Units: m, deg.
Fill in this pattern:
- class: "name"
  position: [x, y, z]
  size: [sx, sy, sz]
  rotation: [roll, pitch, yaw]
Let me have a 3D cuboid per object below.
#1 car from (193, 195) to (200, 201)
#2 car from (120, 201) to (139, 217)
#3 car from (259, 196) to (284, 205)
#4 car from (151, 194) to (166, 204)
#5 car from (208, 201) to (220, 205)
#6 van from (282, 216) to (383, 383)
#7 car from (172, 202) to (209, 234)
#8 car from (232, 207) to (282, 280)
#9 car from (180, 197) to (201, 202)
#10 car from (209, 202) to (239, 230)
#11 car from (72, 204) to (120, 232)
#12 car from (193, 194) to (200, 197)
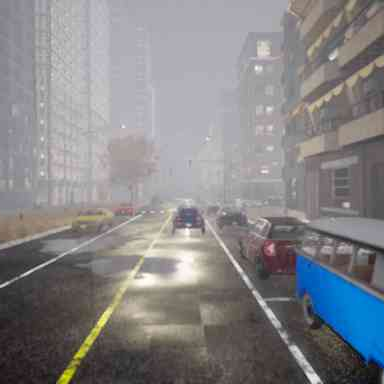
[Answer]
- class: "car"
  position: [1.196, 1.597, 92.179]
  size: [1.752, 1.417, 4.829]
  rotation: [0, 0, -1]
- class: "car"
  position: [-6.191, 1.594, 31.877]
  size: [1.887, 1.381, 4.507]
  rotation: [0, 0, -1]
- class: "car"
  position: [12.601, 1.277, 51.595]
  size: [4.403, 1.369, 2.008]
  rotation: [-1, 1, -2]
- class: "car"
  position: [-6.728, 1.399, 64.261]
  size: [2.192, 1.841, 5.009]
  rotation: [0, 0, -1]
- class: "car"
  position: [2.188, 1.543, 32.015]
  size: [2.008, 1.369, 4.403]
  rotation: [0, 0, -1]
- class: "van"
  position: [2.642, 1.324, 4.355]
  size: [1.690, 1.788, 3.998]
  rotation: [0, 0, -1]
- class: "car"
  position: [-0.204, 1.529, 19.320]
  size: [1.812, 1.442, 4.674]
  rotation: [0, 0, -1]
- class: "car"
  position: [2.552, 1.424, 9.887]
  size: [1.967, 1.590, 4.097]
  rotation: [0, 0, -1]
- class: "car"
  position: [-0.399, 1.500, 30.493]
  size: [2.128, 1.511, 4.902]
  rotation: [0, 0, -1]
- class: "car"
  position: [2.370, 1.537, 20.951]
  size: [2.008, 1.369, 4.403]
  rotation: [0, 0, -1]
- class: "car"
  position: [-6.006, 1.568, 20.643]
  size: [1.752, 1.417, 4.829]
  rotation: [0, 0, -1]
- class: "car"
  position: [1.290, 1.627, 86.487]
  size: [1.947, 1.339, 4.313]
  rotation: [0, 0, -1]
